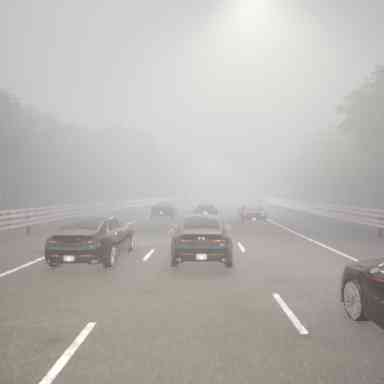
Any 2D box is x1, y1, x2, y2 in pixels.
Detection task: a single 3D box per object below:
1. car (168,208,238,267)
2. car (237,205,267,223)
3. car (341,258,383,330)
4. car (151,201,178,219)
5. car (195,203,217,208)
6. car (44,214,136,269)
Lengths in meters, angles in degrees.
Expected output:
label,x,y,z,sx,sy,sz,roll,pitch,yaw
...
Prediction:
label,x,y,z,sx,sy,sz,roll,pitch,yaw
car,0.331,1.510,11.449,1.837,1.490,4.892,0,0,2
car,4.523,1.616,25.689,1.895,1.301,4.718,0,0,4
car,3.669,1.497,4.304,2.128,1.511,4.902,0,0,1
car,-2.277,1.487,28.671,1.882,1.535,5.008,0,0,4
car,1.175,1.577,27.828,1.994,1.385,4.181,0,0,4
car,-3.177,1.506,11.198,1.837,1.490,4.892,0,0,2
